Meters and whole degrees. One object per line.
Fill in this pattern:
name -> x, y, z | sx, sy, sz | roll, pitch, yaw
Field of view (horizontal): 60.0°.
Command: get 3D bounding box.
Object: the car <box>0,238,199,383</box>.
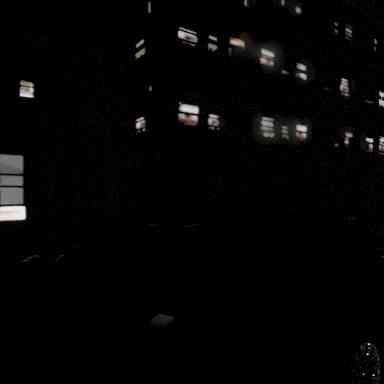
car -> -2.123, 1.592, 5.018 | 4.206, 1.307, 1.802 | 1, -1, -36

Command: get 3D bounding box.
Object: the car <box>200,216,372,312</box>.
car -> 2.435, 1.501, 8.276 | 4.097, 1.590, 1.967 | 1, -1, -36

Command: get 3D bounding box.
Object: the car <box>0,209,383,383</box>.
car -> -0.131, 1.237, 3.286 | 5.566, 2.045, 2.150 | 1, 0, -36
